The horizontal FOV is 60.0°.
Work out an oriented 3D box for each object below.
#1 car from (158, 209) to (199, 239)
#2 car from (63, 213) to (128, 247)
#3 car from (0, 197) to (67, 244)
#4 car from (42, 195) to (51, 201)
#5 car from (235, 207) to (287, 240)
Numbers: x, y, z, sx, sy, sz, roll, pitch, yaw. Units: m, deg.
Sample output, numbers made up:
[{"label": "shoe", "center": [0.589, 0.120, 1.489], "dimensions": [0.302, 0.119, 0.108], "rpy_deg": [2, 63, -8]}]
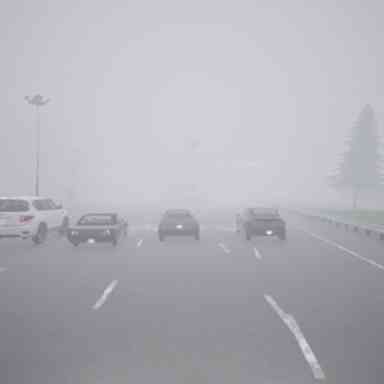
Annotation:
[{"label": "car", "center": [-0.740, 1.562, 17.268], "dimensions": [1.994, 1.385, 4.181], "rpy_deg": [0, 0, -5]}, {"label": "car", "center": [-4.058, 1.600, 15.090], "dimensions": [1.895, 1.301, 4.718], "rpy_deg": [0, 0, -4]}, {"label": "car", "center": [-7.606, 1.222, 15.725], "dimensions": [2.150, 2.045, 5.566], "rpy_deg": [0, 0, -4]}, {"label": "car", "center": [-35.888, 1.540, 81.865], "dimensions": [2.033, 1.411, 5.357], "rpy_deg": [0, 0, -25]}, {"label": "car", "center": [3.382, 1.501, 16.833], "dimensions": [1.837, 1.490, 4.892], "rpy_deg": [0, 0, 1]}]
